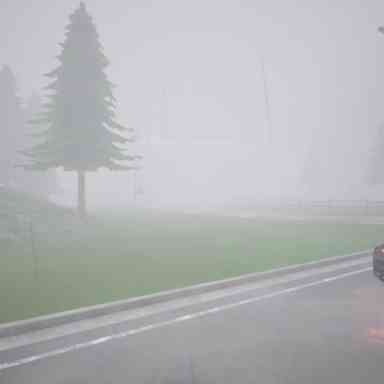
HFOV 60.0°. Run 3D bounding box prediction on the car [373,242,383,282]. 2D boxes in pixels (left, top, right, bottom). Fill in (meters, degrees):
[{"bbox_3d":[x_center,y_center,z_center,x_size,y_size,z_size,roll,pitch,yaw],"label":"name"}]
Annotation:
[{"bbox_3d":[6.434,1.499,8.362,4.892,1.490,1.837,0,0,-35],"label":"car"}]
